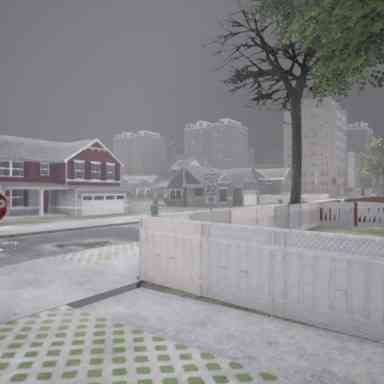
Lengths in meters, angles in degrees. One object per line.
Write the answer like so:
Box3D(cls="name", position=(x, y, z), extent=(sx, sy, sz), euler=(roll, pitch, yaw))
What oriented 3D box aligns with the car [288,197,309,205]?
Box3D(cls="car", position=(14.815, 1.414, 46.264), extent=(2.128, 1.511, 4.902), euler=(0, 0, 35))
